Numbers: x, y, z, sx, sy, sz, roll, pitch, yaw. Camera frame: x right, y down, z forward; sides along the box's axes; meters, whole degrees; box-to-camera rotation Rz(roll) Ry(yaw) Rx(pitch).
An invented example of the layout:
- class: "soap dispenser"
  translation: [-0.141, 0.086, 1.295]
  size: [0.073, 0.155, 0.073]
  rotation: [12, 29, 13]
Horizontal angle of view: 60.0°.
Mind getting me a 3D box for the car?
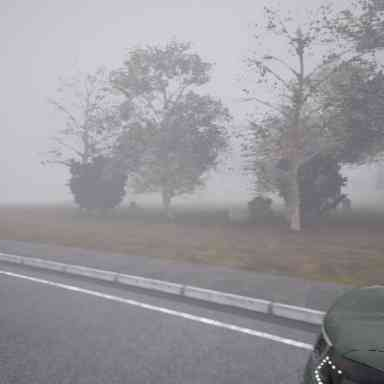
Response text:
- class: "car"
  translation: [3.398, 1.208, 1.506]
  size: [5.566, 2.045, 2.150]
  rotation: [0, 0, 36]
